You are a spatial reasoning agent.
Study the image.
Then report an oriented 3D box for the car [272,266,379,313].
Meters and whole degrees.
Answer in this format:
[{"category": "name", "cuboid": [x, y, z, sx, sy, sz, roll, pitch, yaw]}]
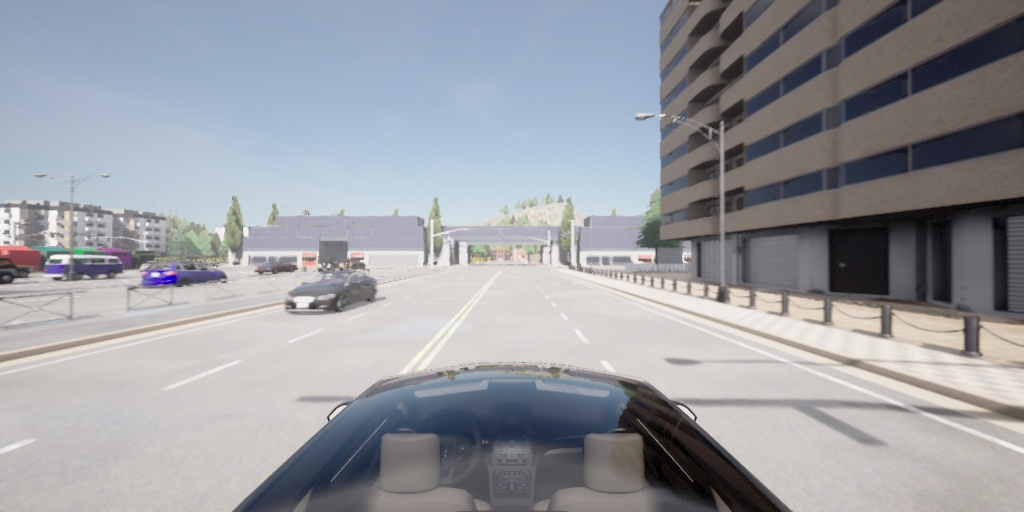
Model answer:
[{"category": "car", "cuboid": [-7.001, 1.357, 14.441, 2.128, 1.511, 4.902, 0, 1, 0]}]
